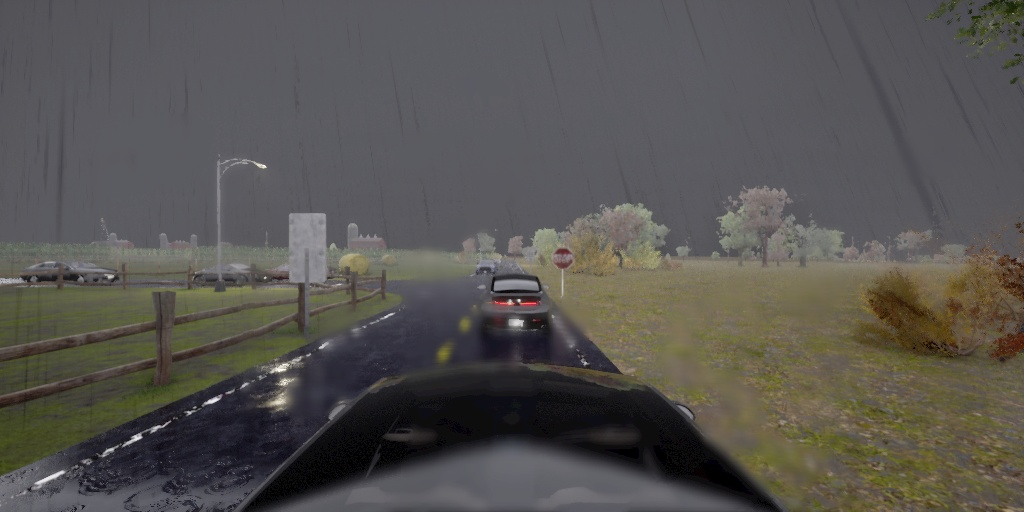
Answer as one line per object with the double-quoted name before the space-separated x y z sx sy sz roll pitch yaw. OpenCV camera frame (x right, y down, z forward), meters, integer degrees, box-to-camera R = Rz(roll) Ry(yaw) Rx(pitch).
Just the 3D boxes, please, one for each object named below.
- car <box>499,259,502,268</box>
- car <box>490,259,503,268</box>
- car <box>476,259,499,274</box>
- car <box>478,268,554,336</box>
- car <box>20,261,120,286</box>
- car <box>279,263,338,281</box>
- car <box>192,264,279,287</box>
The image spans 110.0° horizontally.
"car" -2.824 1.321 50.607 2.033 1.411 5.357 0 0 0
"car" -2.780 1.286 64.669 2.128 1.511 4.902 0 0 0
"car" -2.838 1.114 40.250 2.097 1.767 4.553 0 0 0
"car" 0.068 1.253 10.383 1.837 1.490 4.892 0 0 -1
"car" -28.167 1.075 22.962 4.902 1.511 2.128 0 1 -1
"car" -15.706 1.183 26.219 5.357 1.411 2.033 0 1 -3
"car" -17.883 1.218 23.069 4.181 1.385 1.994 0 1 0
